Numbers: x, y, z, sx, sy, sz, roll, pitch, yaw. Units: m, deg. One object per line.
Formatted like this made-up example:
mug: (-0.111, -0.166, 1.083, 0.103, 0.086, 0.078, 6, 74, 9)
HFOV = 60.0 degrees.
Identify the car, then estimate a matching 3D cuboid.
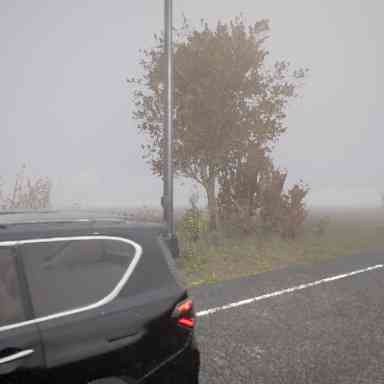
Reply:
car: (-2.517, 1.221, 2.194, 5.566, 2.045, 2.150, 0, 0, -36)
